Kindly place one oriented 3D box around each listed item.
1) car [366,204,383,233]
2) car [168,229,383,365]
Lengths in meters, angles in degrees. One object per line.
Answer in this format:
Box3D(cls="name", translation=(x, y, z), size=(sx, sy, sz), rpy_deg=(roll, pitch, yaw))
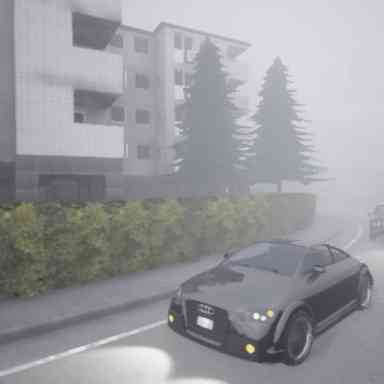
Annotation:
Box3D(cls="car", translation=(9.524, 1.348, 15.825), size=(2.128, 1.511, 4.902), rpy_deg=(-1, 0, 29))
Box3D(cls="car", translation=(1.585, 1.550, 5.880), size=(4.181, 1.385, 1.994), rpy_deg=(-1, 0, -45))
